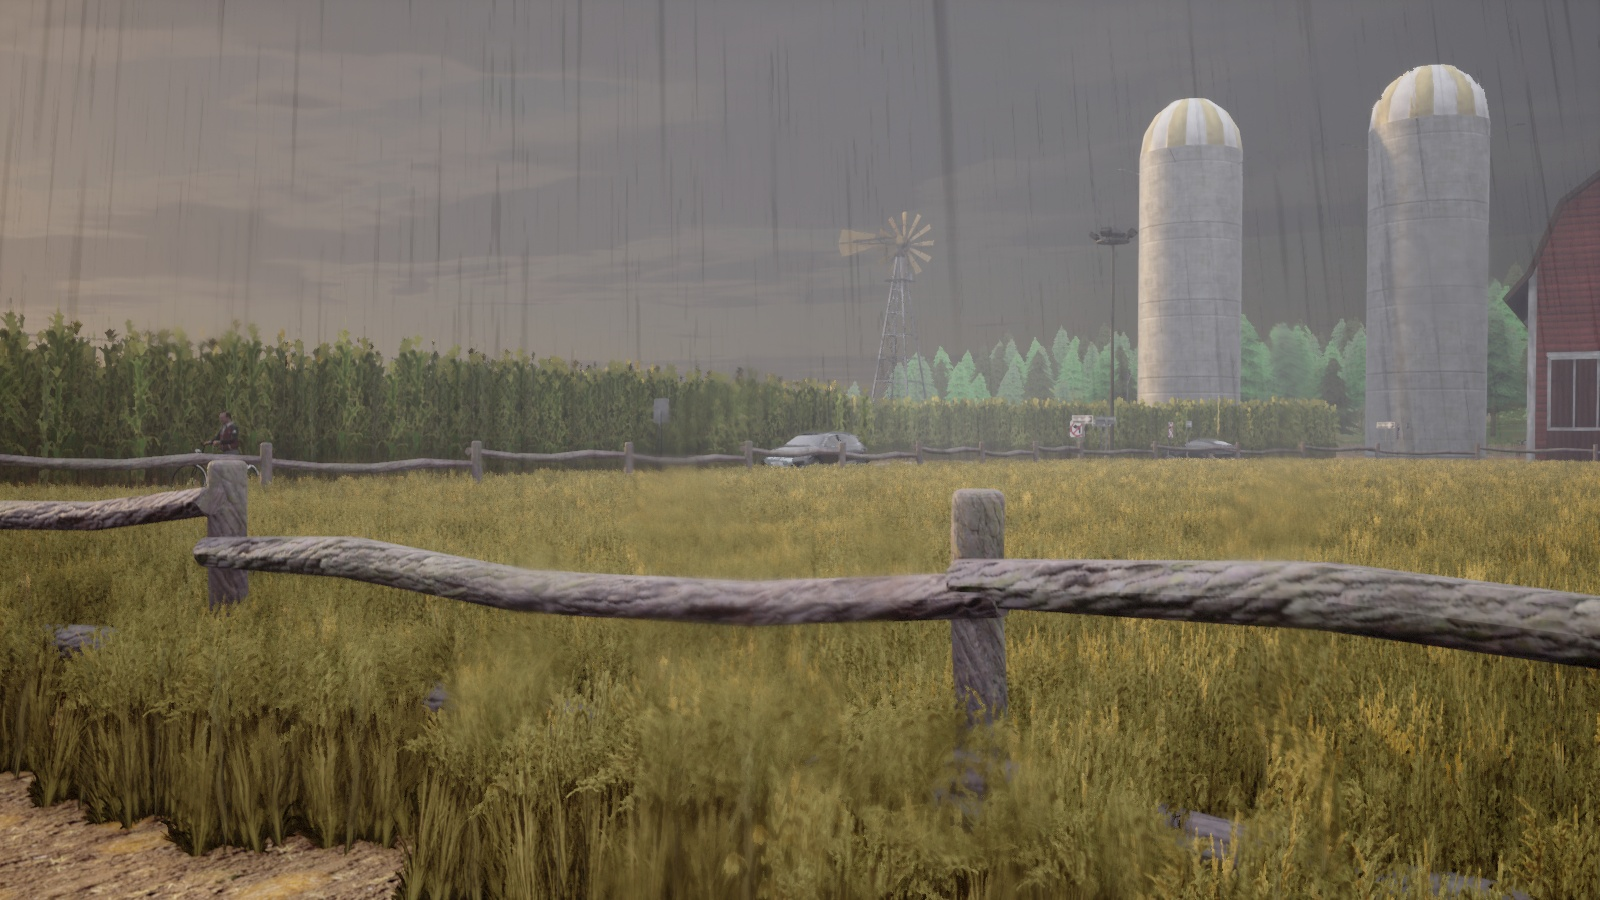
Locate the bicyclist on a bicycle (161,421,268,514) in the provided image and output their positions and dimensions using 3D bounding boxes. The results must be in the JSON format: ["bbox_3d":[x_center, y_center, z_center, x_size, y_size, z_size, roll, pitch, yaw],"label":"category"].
[{"bbox_3d":[-11.577,0.324,24.878,0.659,1.776,1.843,0,0,34],"label":"bicyclist on a bicycle"}]

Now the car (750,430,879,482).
[{"bbox_3d":[0.564,0.165,42.926,2.033,1.649,4.856,0,1,34],"label":"car"}]

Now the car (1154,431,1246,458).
[{"bbox_3d":[22.289,-0.301,70.046,1.812,1.442,4.674,-1,1,-38],"label":"car"}]
